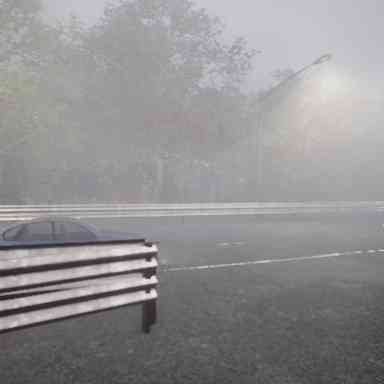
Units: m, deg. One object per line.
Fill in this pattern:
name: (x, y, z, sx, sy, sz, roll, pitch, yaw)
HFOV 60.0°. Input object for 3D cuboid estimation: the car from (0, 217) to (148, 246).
car: (-3.992, 1.479, 9.943, 5.357, 1.411, 2.033, 0, 0, -23)
